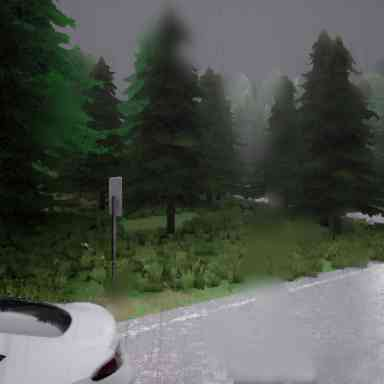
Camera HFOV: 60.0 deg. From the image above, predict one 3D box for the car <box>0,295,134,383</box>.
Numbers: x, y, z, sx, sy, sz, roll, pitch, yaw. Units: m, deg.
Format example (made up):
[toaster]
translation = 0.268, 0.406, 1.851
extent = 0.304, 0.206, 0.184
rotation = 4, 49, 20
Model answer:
[car]
translation = -2.666, 1.526, 2.096
extent = 4.674, 1.442, 1.812
rotation = 0, 0, -35
